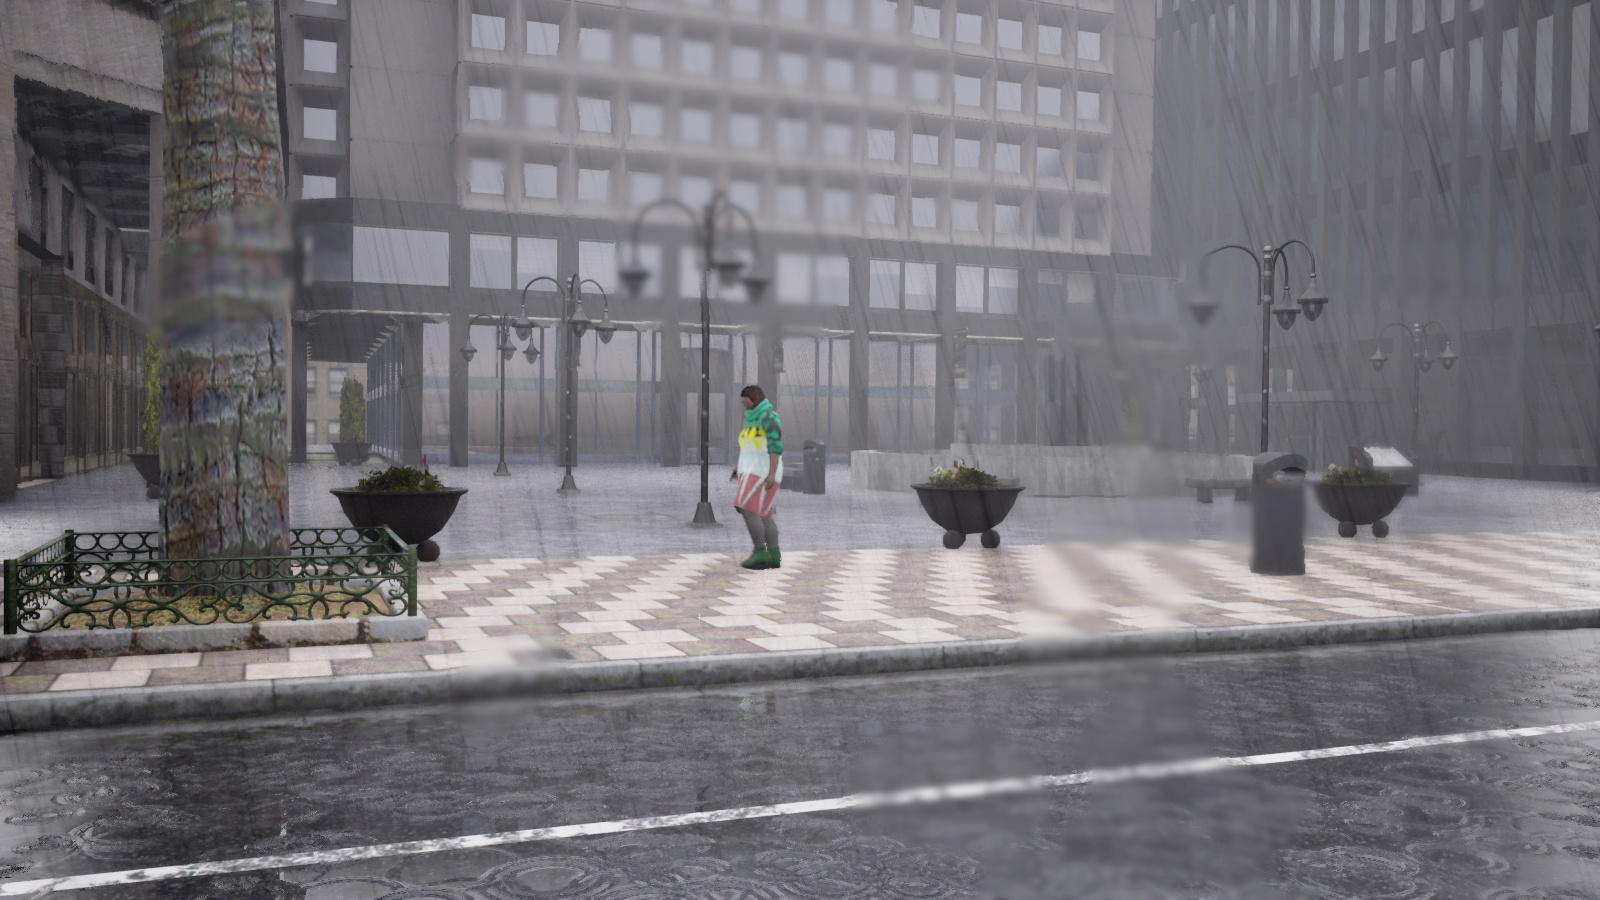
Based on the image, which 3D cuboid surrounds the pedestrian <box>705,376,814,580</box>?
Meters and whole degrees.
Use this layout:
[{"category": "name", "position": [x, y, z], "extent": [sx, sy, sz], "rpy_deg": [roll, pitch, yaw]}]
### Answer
[{"category": "pedestrian", "position": [-0.406, 0.256, 12.453], "extent": [0.873, 1.952, 0.659], "rpy_deg": [-1, 1, -23]}]
